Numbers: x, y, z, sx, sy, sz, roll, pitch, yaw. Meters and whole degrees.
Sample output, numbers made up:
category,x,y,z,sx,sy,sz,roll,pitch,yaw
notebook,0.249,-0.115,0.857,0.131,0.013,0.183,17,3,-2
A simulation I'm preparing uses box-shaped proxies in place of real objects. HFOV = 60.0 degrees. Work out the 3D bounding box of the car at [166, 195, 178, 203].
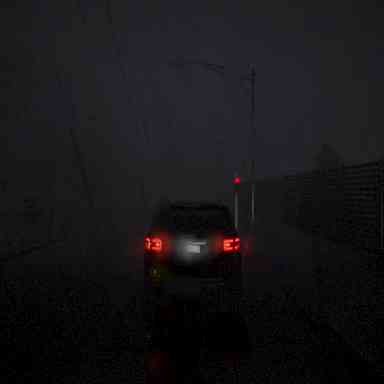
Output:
category,x,y,z,sx,sy,sz,roll,pitch,yaw
car,-4.101,1.481,67.629,2.128,1.511,4.902,0,0,0

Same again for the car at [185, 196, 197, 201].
category,x,y,z,sx,sy,sz,roll,pitch,yaw
car,-0.397,1.582,81.185,1.895,1.301,4.718,0,0,-13

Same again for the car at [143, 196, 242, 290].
category,x,y,z,sx,sy,sz,roll,pitch,yaw
car,0.032,1.220,9.199,2.150,2.045,5.566,0,0,0

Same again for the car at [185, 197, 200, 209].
category,x,y,z,sx,sy,sz,roll,pitch,yaw
car,0.042,1.470,45.342,1.882,1.535,5.008,0,0,0

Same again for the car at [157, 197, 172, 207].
category,x,y,z,sx,sy,sz,roll,pitch,yaw
car,-4.153,1.497,50.879,1.837,1.490,4.892,0,0,0
